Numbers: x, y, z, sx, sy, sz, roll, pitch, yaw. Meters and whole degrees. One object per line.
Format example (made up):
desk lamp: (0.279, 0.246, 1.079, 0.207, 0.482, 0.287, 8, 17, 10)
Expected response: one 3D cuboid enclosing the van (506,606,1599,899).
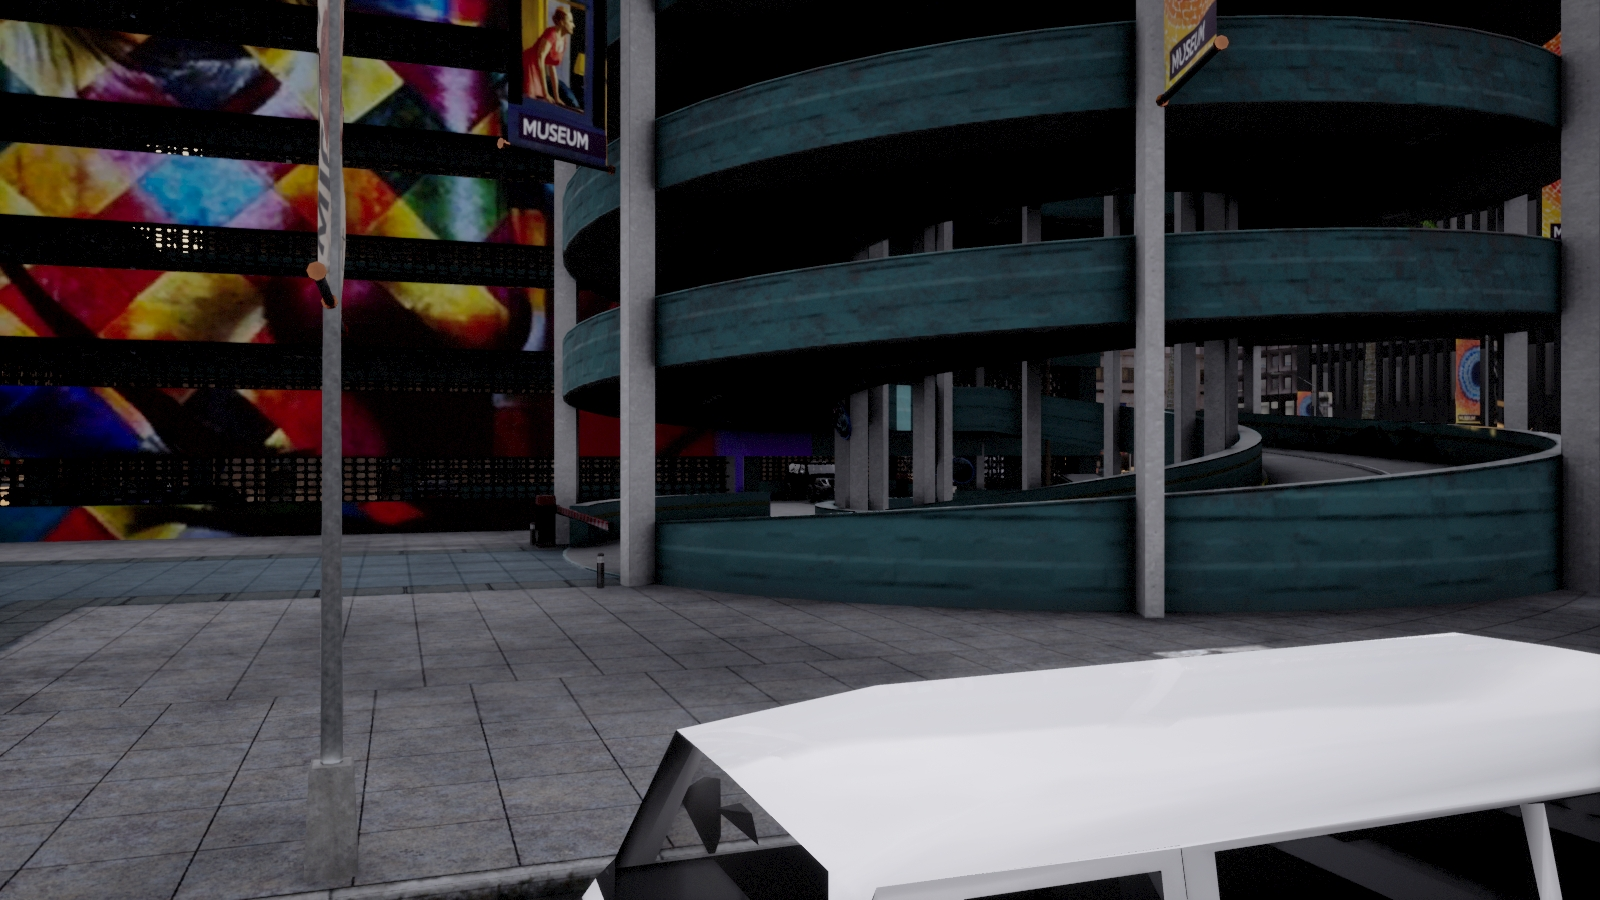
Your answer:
van: (1.425, 1.783, 3.850, 4.480, 2.038, 2.069, 0, 0, -21)
